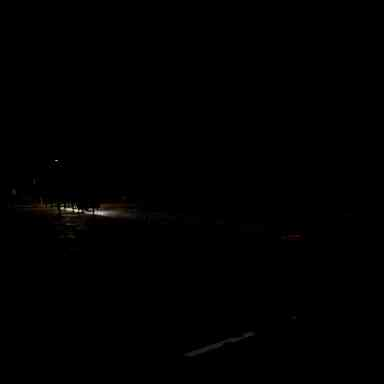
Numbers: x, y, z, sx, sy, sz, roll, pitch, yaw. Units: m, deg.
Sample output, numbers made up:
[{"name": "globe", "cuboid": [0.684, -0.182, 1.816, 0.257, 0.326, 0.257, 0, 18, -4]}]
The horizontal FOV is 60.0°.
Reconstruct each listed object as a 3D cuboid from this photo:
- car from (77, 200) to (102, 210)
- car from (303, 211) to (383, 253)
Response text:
[{"name": "car", "cuboid": [-13.287, 1.716, 42.940, 1.895, 1.301, 4.718, -2, 1, -35]}, {"name": "car", "cuboid": [7.055, 1.571, 13.903, 2.128, 1.511, 4.902, -2, 1, -35]}]
